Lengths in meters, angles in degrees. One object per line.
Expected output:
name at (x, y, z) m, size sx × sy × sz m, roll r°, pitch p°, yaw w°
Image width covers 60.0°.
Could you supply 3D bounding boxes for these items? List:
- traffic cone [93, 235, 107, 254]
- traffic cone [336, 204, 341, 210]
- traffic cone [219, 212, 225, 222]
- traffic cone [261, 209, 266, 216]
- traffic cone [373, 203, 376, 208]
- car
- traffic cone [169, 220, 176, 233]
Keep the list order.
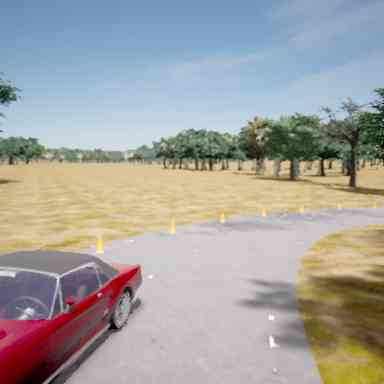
traffic cone at (-3.039, 1.729, 10.985) m, size 0.340 × 0.580 × 0.340 m, roll 2°, pitch 2°, yaw 19°
traffic cone at (13.831, 1.379, 31.264) m, size 0.340 × 0.580 × 0.340 m, roll 0°, pitch 4°, yaw -29°
traffic cone at (1.888, 1.557, 20.542) m, size 0.340 × 0.580 × 0.340 m, roll 4°, pitch 3°, yaw 35°
traffic cone at (5.335, 1.481, 24.686) m, size 0.340 × 0.580 × 0.340 m, roll 5°, pitch 4°, yaw 44°
traffic cone at (18.445, 1.353, 33.584) m, size 0.340 × 0.580 × 0.340 m, roll 0°, pitch 5°, yaw -26°
car at (-2.214, 1.532, 4.124) m, size 1.895 × 1.301 × 4.718 m, roll 1°, pitch 1°, yaw 10°
traffic cone at (-0.923, 1.642, 15.944) m, size 0.340 × 0.580 × 0.340 m, roll 3°, pitch 2°, yaw 27°
